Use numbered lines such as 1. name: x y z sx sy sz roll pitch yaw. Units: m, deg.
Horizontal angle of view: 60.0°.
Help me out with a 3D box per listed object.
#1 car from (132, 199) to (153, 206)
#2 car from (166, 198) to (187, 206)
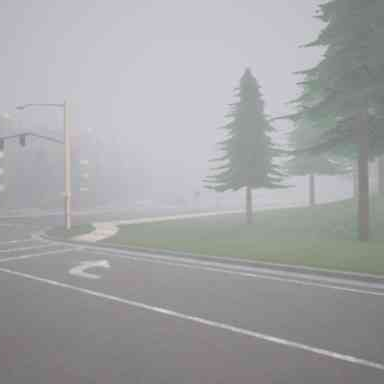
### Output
1. car: -9.628 2.013 64.647 1.812 1.442 4.674 -1 0 36
2. car: -2.779 1.916 62.269 1.837 1.490 4.892 -1 0 35
